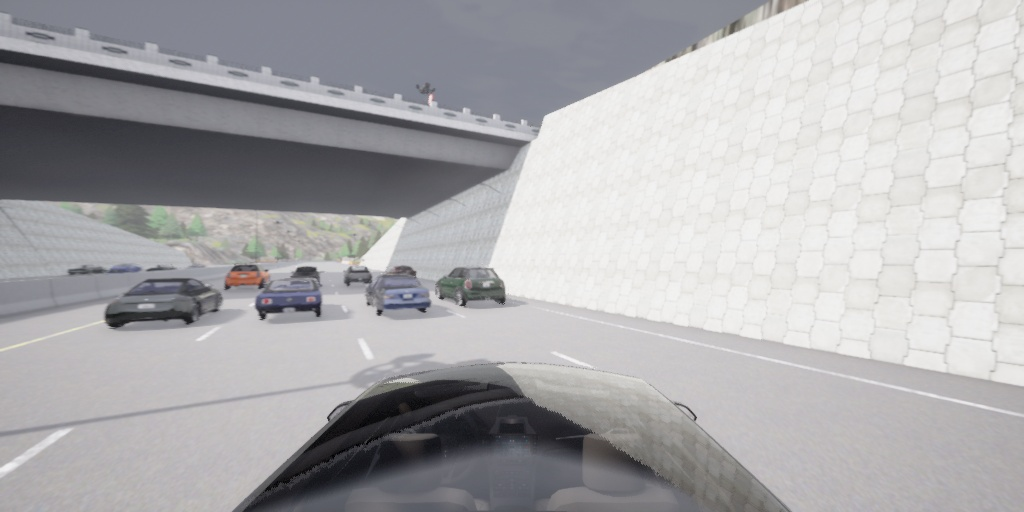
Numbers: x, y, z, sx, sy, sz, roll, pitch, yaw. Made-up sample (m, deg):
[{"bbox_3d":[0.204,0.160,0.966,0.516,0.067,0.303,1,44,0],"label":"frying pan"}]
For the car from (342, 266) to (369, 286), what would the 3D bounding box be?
[{"bbox_3d":[-12.281,1.520,28.536,2.128,1.511,4.902,0,-1,-28],"label":"car"}]

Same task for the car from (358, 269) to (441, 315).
[{"bbox_3d":[-4.724,1.431,14.440,2.033,1.411,5.357,0,-1,-28],"label":"car"}]

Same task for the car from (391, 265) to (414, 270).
[{"bbox_3d":[-9.548,1.533,30.860,1.882,1.535,5.008,0,0,-28],"label":"car"}]

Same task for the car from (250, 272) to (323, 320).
[{"bbox_3d":[-8.152,1.469,13.439,1.895,1.301,4.718,0,-1,-28],"label":"car"}]

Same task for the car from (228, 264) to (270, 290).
[{"bbox_3d":[-18.411,1.335,25.159,2.097,1.767,4.553,0,-1,-28],"label":"car"}]

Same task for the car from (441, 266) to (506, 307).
[{"bbox_3d":[-2.065,1.264,16.909,2.097,1.767,4.553,0,-1,-28],"label":"car"}]

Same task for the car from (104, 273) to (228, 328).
[{"bbox_3d":[-11.341,1.413,11.987,1.994,1.385,4.181,0,-1,-28],"label":"car"}]

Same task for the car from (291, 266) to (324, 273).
[{"bbox_3d":[-15.365,1.513,26.882,1.837,1.490,4.892,0,0,-28],"label":"car"}]
